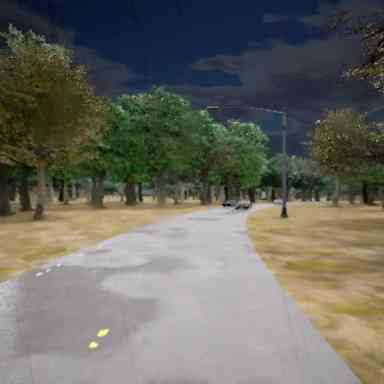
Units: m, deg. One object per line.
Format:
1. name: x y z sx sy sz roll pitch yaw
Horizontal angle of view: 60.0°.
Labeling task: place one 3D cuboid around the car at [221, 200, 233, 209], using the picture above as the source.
1. car: 6.187 1.986 53.959 1.895 1.301 4.718 0 -1 20

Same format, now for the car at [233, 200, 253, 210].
1. car: 7.639 1.945 48.297 1.895 1.301 4.718 0 0 18

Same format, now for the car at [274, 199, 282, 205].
1. car: 20.818 2.296 78.521 1.895 1.301 4.718 0 -1 31
